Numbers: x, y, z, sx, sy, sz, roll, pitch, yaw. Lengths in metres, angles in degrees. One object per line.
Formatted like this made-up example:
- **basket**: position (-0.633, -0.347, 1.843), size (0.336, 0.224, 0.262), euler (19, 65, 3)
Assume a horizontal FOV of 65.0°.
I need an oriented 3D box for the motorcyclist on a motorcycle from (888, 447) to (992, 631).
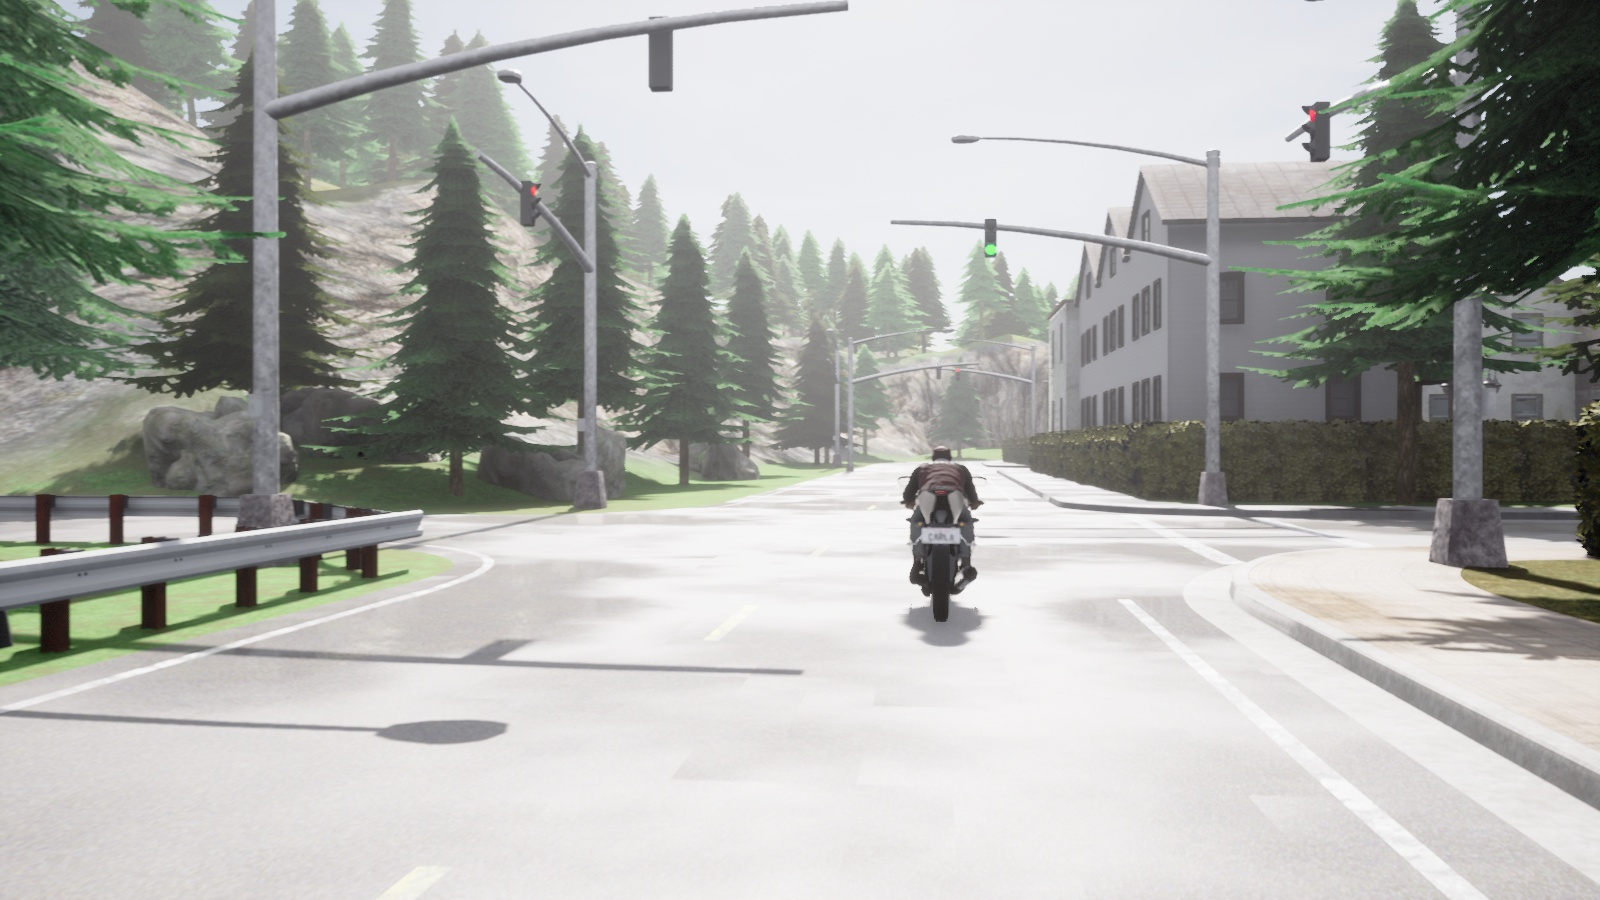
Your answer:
- **motorcyclist on a motorcycle**: position (1.296, 0.740, 11.595), size (0.866, 1.530, 2.191), euler (0, 0, 7)
